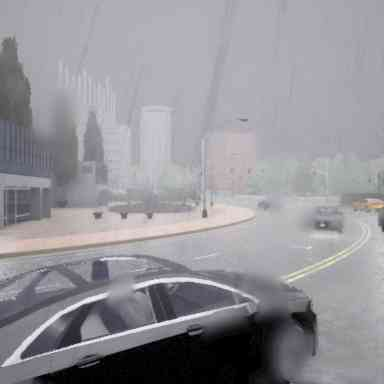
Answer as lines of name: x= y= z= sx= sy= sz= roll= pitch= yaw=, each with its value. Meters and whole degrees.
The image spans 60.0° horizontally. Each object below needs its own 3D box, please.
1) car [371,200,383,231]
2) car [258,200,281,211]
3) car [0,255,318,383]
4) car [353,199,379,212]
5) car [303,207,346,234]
car: x=12.292 y=1.490 z=20.032 sx=2.128 sy=1.511 sz=4.902 roll=0 pitch=0 yaw=26
car: x=9.511 y=1.600 z=40.967 sx=1.895 sy=1.301 sz=4.718 roll=0 pitch=0 yaw=-2
car: x=-0.535 y=1.492 z=3.697 sx=4.902 sy=1.511 sz=2.128 roll=0 pitch=0 yaw=-38
car: x=20.177 y=1.476 z=37.899 sx=1.882 sy=1.535 sz=5.008 roll=0 pitch=0 yaw=0
car: x=7.782 y=1.563 z=19.296 sx=1.994 sy=1.385 sz=4.181 roll=0 pitch=0 yaw=28
